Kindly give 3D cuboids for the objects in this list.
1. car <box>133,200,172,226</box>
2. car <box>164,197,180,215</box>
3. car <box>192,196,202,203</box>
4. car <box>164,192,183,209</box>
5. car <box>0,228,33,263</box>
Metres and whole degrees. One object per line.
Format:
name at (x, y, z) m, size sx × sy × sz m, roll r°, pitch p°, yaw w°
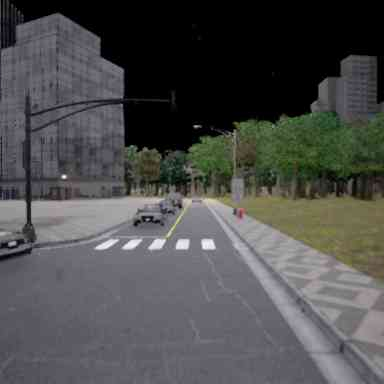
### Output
car at (-2.716, 1.504, 22.502) m, size 1.994 × 1.385 × 4.181 m, roll 0°, pitch 0°, yaw 1°
car at (-2.545, 1.470, 32.416) m, size 1.994 × 1.385 × 4.181 m, roll 0°, pitch 0°, yaw 1°
car at (0.910, 1.383, 61.978) m, size 1.895 × 1.301 × 4.718 m, roll 0°, pitch 0°, yaw 1°
car at (-2.334, 1.089, 43.119) m, size 2.150 × 2.045 × 5.566 m, roll 0°, pitch 0°, yaw 1°
car at (-7.685, 1.525, 10.133) m, size 5.357 × 1.411 × 2.033 m, roll 1°, pitch 0°, yaw 11°
